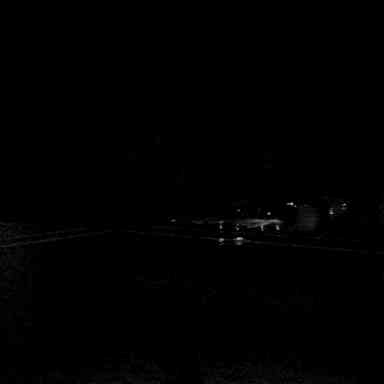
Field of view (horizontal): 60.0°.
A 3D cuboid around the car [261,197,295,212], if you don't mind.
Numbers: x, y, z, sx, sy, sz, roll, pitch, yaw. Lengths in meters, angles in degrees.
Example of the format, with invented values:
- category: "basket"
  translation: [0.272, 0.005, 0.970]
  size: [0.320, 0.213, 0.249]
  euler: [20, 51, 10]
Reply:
- category: "car"
  translation: [9.771, 1.351, 37.419]
  size: [2.033, 1.411, 5.357]
  euler: [-1, 0, 33]

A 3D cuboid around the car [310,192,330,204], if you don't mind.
- category: "car"
  translation: [20.909, 0.948, 54.351]
  size: [2.097, 1.767, 4.553]
  euler: [-1, 0, 34]

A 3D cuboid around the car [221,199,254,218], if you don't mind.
- category: "car"
  translation: [4.356, 1.382, 29.277]
  size: [1.882, 1.535, 5.008]
  euler: [-1, 0, 34]

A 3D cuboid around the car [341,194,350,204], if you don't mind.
- category: "car"
  translation: [23.261, 1.048, 51.571]
  size: [2.128, 1.511, 4.902]
  euler: [-1, 0, 34]

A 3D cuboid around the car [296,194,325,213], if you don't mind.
- category: "car"
  translation: [11.904, 1.273, 34.294]
  size: [1.837, 1.490, 4.892]
  euler: [-1, 0, 33]

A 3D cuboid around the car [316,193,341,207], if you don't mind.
- category: "car"
  translation: [17.541, 1.189, 42.878]
  size: [1.812, 1.442, 4.674]
  euler: [-1, 0, 33]

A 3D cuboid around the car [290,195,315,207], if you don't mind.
- category: "car"
  translation: [15.315, 1.192, 45.864]
  size: [2.128, 1.511, 4.902]
  euler: [-1, 0, 33]

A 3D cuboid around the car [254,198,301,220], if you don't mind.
- category: "car"
  translation: [6.982, 1.424, 26.973]
  size: [1.994, 1.385, 4.181]
  euler: [-1, 0, 34]
